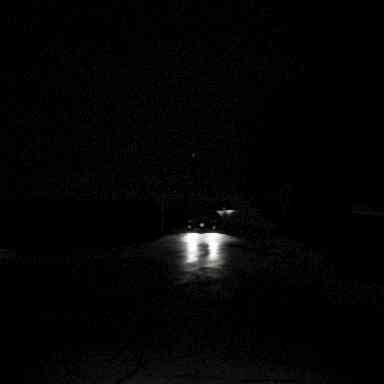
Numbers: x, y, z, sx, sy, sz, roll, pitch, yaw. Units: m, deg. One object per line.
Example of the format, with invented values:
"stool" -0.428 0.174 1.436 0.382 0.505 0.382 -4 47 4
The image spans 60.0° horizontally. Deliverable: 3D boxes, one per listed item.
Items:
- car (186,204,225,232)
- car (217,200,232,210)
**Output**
"car" 0.851 1.720 21.221 1.994 1.385 4.181 -1 0 8
"car" 4.606 1.773 46.588 2.033 1.411 5.357 -1 0 8
